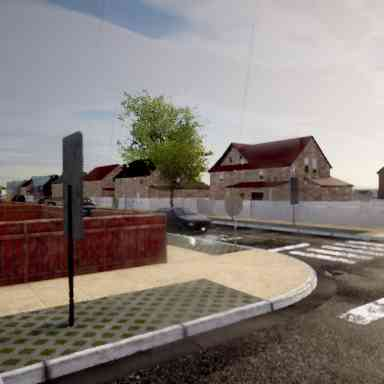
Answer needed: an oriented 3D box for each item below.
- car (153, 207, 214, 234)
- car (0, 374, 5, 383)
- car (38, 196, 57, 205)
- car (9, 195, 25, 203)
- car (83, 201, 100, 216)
[{"bbox_3d":[-0.972,1.650,20.295,2.033,1.411,5.357,-1,0,-37],"label":"car"},{"bbox_3d":[-2.999,1.529,0.810,4.674,1.442,1.812,0,0,-35],"label":"car"},{"bbox_3d":[-20.091,1.383,45.997,1.837,1.490,4.892,-1,0,-37],"label":"car"},{"bbox_3d":[-40.674,1.646,78.083,2.150,2.045,5.566,-1,0,-37],"label":"car"},{"bbox_3d":[-10.815,1.693,33.456,1.837,1.490,4.892,-1,0,-37],"label":"car"}]
